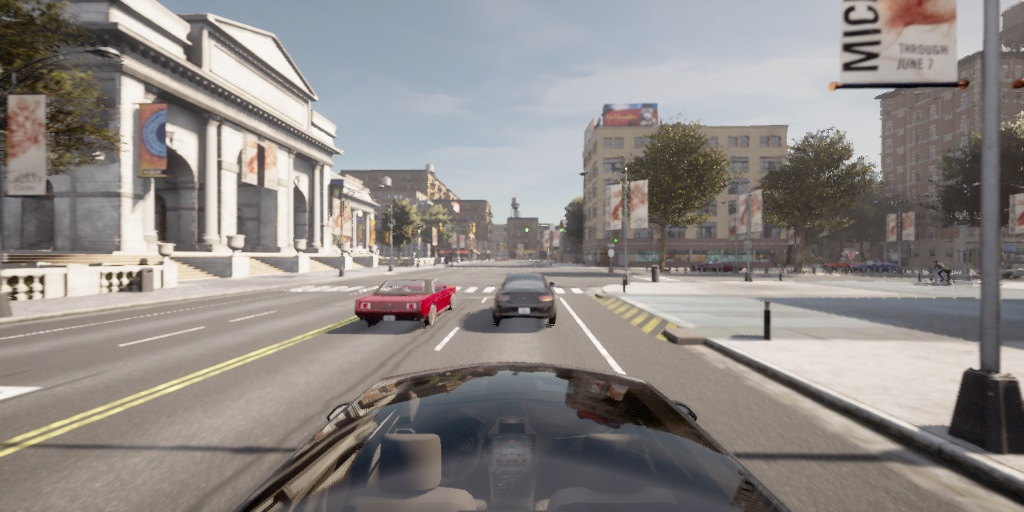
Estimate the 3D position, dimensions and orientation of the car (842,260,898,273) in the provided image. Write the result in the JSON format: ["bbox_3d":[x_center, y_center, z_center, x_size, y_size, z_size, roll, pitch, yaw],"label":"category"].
[{"bbox_3d":[42.799,1.313,42.401,5.008,1.535,1.882,0,0,2],"label":"car"}]

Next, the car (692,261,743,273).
[{"bbox_3d":[24.866,1.379,43.163,4.718,1.301,1.895,0,0,2],"label":"car"}]

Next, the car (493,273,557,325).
[{"bbox_3d":[0.423,1.267,11.685,1.812,1.442,4.674,0,0,3],"label":"car"}]

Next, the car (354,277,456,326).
[{"bbox_3d":[-3.089,1.332,11.540,1.895,1.301,4.718,0,0,2],"label":"car"}]

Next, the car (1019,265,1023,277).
[{"bbox_3d":[47.523,1.207,30.715,4.553,1.767,2.097,0,0,2],"label":"car"}]

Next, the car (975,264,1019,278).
[{"bbox_3d":[47.713,1.453,34.210,4.718,1.301,1.895,0,0,2],"label":"car"}]

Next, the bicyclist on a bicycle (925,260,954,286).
[{"bbox_3d":[28.073,1.108,23.552,0.582,1.620,1.656,0,0,2],"label":"bicyclist on a bicycle"}]

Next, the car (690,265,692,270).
[{"bbox_3d":[25.473,1.341,46.631,4.181,1.385,1.994,0,0,2],"label":"car"}]

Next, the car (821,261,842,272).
[{"bbox_3d":[42.627,1.305,45.912,5.008,1.535,1.882,0,0,2],"label":"car"}]
